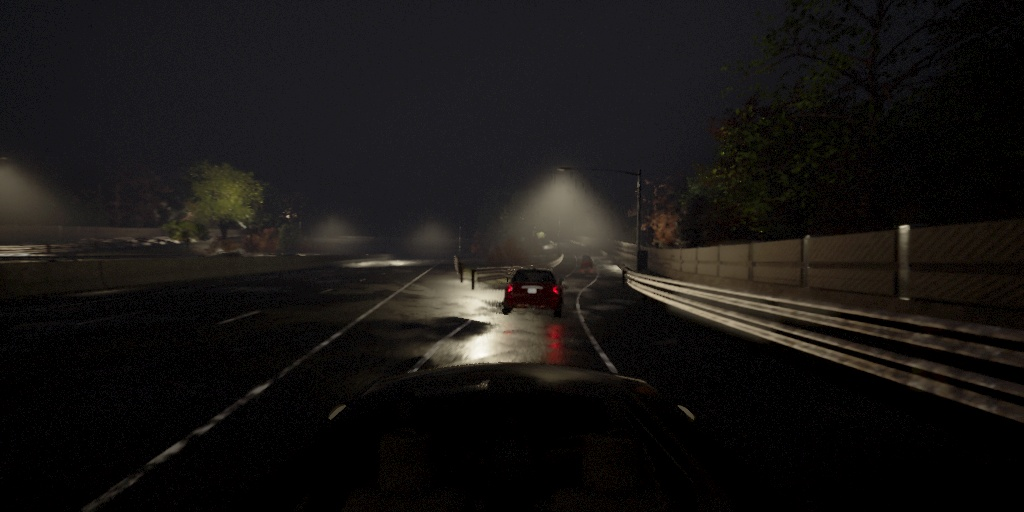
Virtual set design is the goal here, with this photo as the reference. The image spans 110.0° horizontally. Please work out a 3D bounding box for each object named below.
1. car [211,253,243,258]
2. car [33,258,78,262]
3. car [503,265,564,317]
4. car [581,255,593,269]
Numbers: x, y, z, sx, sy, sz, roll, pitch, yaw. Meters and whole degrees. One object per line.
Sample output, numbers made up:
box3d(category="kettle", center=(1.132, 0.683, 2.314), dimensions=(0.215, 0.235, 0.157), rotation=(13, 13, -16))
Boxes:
box3d(category="car", center=(-32.429, 0.400, 40.643), dimensions=(2.097, 1.767, 4.553), rotation=(1, 0, -9))
box3d(category="car", center=(-29.606, 0.823, 22.914), dimensions=(1.895, 1.301, 4.718), rotation=(1, 0, -9))
box3d(category="car", center=(1.001, 1.250, 14.416), dimensions=(2.097, 1.767, 4.553), rotation=(1, -1, 8))
box3d(category="car", center=(12.394, 1.185, 59.448), dimensions=(1.882, 1.535, 5.008), rotation=(1, 3, 11))
